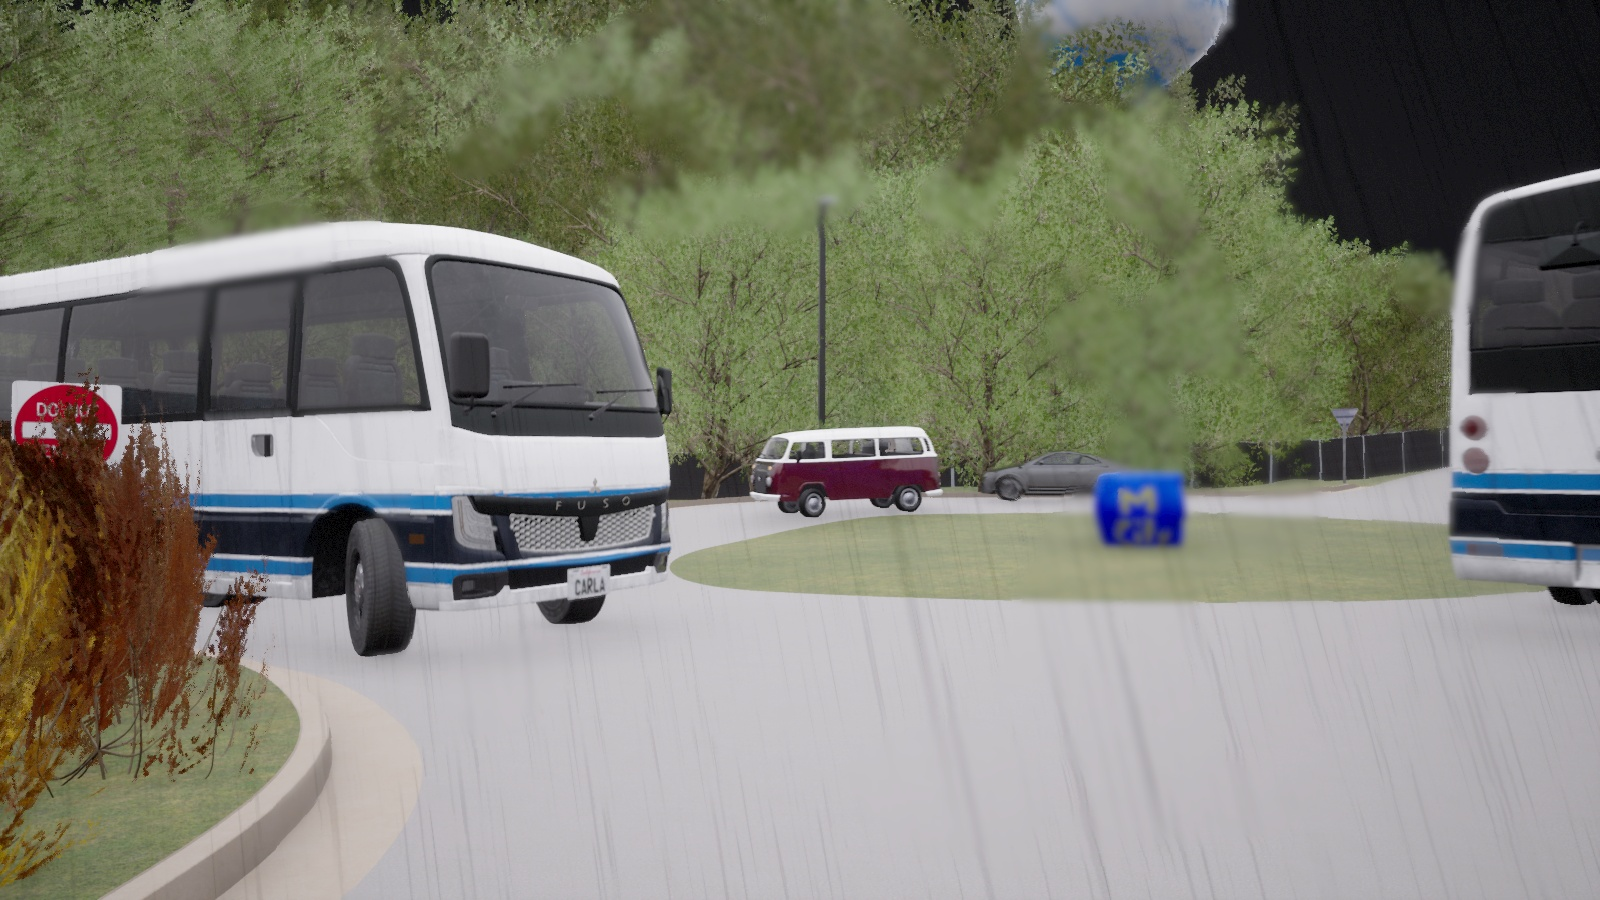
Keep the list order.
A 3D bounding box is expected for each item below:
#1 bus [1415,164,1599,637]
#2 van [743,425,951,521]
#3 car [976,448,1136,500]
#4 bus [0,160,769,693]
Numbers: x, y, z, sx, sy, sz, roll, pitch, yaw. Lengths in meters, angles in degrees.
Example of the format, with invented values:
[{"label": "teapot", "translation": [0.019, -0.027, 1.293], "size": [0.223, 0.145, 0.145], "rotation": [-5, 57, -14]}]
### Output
[{"label": "bus", "translation": [11.253, -0.635, 14.474], "size": [10.273, 4.253, 3.944], "rotation": [-3, 1, -43]}, {"label": "van", "translation": [1.116, 0.486, 30.156], "size": [4.480, 2.038, 2.069], "rotation": [-2, 2, -21]}, {"label": "car", "translation": [7.062, 0.655, 34.757], "size": [4.181, 1.385, 1.994], "rotation": [-1, 0, 12]}, {"label": "bus", "translation": [-5.797, -0.085, 14.310], "size": [10.273, 4.253, 3.944], "rotation": [-1, 0, 31]}]
